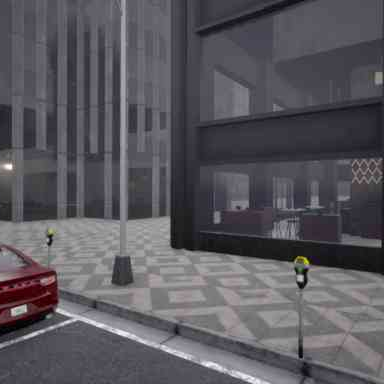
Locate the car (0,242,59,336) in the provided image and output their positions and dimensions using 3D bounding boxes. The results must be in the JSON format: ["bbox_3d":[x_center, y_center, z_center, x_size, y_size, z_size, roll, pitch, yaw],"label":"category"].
[{"bbox_3d":[-4.264,1.544,6.018,4.507,1.381,1.887,0,0,36],"label":"car"}]
